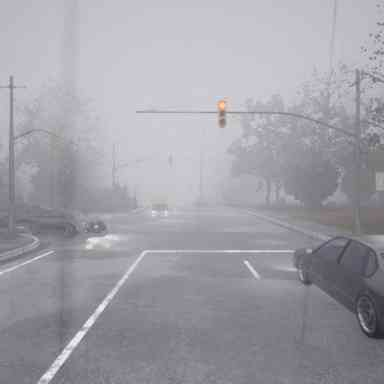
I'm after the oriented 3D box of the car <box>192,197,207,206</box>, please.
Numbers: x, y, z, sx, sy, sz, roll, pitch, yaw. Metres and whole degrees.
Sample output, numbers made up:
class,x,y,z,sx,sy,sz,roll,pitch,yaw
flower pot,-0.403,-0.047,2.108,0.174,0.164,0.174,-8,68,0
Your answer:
class,x,y,z,sx,sy,sz,roll,pitch,yaw
car,1.335,1.703,60.872,2.097,1.767,4.553,0,-1,-9

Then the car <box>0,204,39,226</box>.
class,x,y,z,sx,sy,sz,roll,pitch,yaw
car,-11.125,1.584,23.447,5.357,1.411,2.033,0,0,-6

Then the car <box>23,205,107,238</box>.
class,x,y,z,sx,sy,sz,roll,pitch,yaw
car,-6.553,1.572,17.605,4.181,1.385,1.994,0,0,27

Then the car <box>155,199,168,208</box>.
class,x,y,z,sx,sy,sz,roll,pitch,yaw
car,-5.010,1.786,54.393,2.033,1.411,5.357,0,-1,-7

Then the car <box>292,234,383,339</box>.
class,x,y,z,sx,sy,sz,roll,pitch,yaw
car,3.591,1.547,6.501,2.033,1.411,5.357,0,0,0

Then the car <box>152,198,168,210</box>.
class,x,y,z,sx,sy,sz,roll,pitch,yaw
car,-4.138,1.559,43.881,1.882,1.535,5.008,0,-1,-3

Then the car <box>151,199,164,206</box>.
class,x,y,z,sx,sy,sz,roll,pitch,yaw
car,-6.878,2.049,66.366,2.033,1.411,5.357,0,-1,-11
